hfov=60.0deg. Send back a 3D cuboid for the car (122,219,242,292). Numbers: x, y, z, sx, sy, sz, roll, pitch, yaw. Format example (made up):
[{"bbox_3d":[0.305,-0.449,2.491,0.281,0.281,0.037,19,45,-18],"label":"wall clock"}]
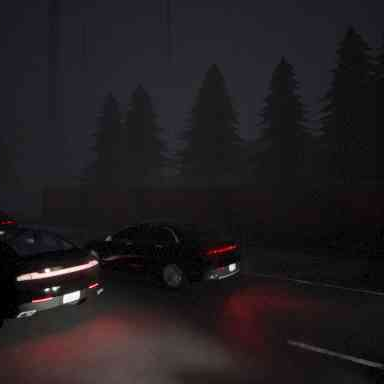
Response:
[{"bbox_3d":[-1.042,1.503,9.055,4.892,1.490,1.837,-1,0,36],"label":"car"}]

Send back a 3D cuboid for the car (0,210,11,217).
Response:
[{"bbox_3d":[-9.995,1.505,15.485,4.892,1.490,1.837,0,0,36],"label":"car"}]

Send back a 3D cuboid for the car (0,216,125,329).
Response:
[{"bbox_3d":[-3.921,1.492,6.813,4.902,1.511,2.128,0,0,36],"label":"car"}]
